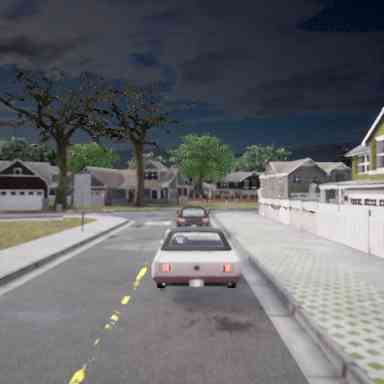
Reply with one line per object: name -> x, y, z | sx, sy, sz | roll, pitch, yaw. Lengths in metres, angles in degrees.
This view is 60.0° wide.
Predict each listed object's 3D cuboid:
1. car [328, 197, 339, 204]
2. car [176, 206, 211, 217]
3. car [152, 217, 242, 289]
car -> 21.021, 1.280, 44.623 | 5.566, 2.045, 2.150 | 0, 0, -16
car -> 0.085, 1.505, 18.319 | 1.812, 1.442, 4.674 | 0, 0, 0
car -> 0.096, 1.590, 9.064 | 1.895, 1.301, 4.718 | 0, 0, 0
